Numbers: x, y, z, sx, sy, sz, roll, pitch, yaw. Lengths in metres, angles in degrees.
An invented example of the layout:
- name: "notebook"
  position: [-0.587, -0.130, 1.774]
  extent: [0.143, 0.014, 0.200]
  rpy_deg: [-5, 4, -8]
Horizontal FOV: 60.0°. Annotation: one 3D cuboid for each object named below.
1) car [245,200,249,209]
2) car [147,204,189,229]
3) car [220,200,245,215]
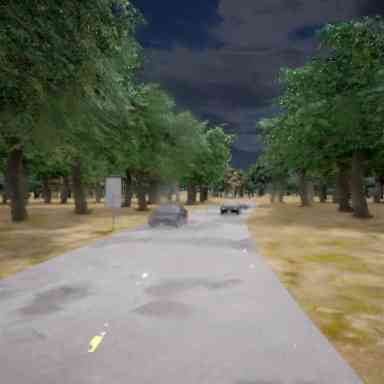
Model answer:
- name: "car"
  position: [7.282, 1.773, 49.005]
  extent: [1.895, 1.301, 4.718]
  rpy_deg: [1, 0, 13]
- name: "car"
  position: [-1.407, 1.538, 22.118]
  extent: [2.033, 1.411, 5.357]
  rpy_deg: [0, 0, 8]
- name: "car"
  position: [4.115, 1.671, 34.782]
  extent: [1.895, 1.301, 4.718]
  rpy_deg: [1, 0, 13]
